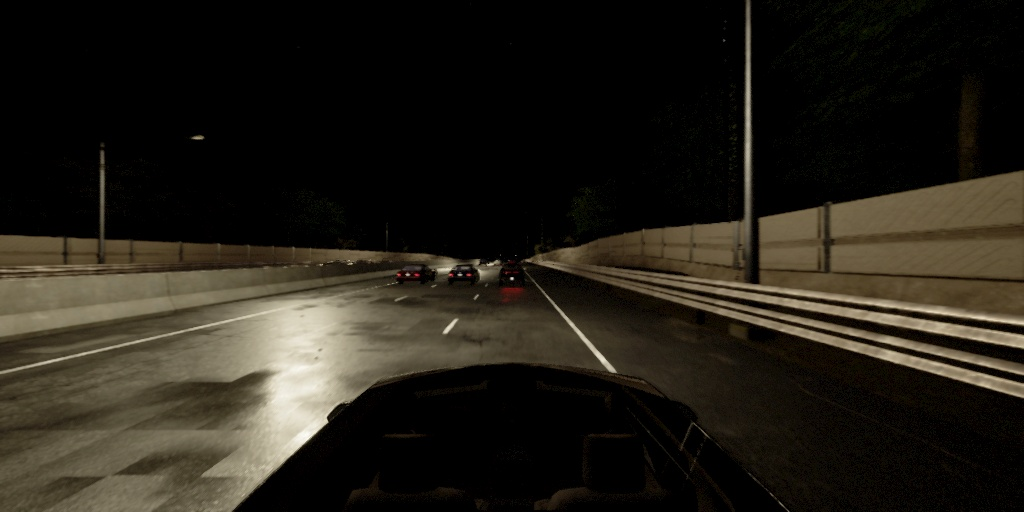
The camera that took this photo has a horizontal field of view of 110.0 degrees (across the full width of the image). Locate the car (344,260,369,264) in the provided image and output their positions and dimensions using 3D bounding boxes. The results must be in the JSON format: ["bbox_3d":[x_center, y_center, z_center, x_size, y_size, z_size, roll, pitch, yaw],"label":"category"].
[{"bbox_3d":[-21.043,1.312,50.522,2.128,1.511,4.902,0,0,1],"label":"car"}]

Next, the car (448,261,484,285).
[{"bbox_3d":[-3.503,1.316,26.566,2.033,1.411,5.357,0,0,0],"label":"car"}]

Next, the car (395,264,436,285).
[{"bbox_3d":[-7.001,1.316,26.566,2.033,1.411,5.357,0,0,0],"label":"car"}]

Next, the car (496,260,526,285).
[{"bbox_3d":[-0.002,1.275,26.592,1.837,1.490,4.892,0,0,0],"label":"car"}]

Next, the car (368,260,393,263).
[{"bbox_3d":[-17.540,1.367,49.887,2.033,1.411,5.357,0,0,1],"label":"car"}]

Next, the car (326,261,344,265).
[{"bbox_3d":[-24.531,1.369,50.331,2.033,1.411,5.357,0,0,1],"label":"car"}]
